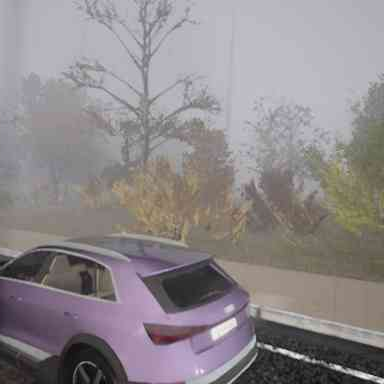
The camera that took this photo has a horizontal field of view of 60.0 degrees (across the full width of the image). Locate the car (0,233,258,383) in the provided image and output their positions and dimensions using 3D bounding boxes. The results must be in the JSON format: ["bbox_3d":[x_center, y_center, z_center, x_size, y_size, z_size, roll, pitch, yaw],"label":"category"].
[{"bbox_3d":[-1.504,1.408,4.652,4.856,1.649,2.033,0,0,36],"label":"car"}]
